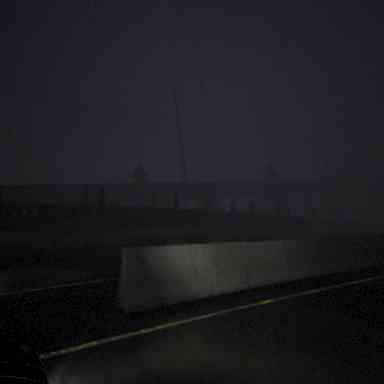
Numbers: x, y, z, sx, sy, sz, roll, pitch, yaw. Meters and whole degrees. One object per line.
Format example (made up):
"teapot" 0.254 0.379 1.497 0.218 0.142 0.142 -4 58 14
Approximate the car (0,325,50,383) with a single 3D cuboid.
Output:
"car" -3.050 1.339 1.574 4.553 1.767 2.097 0 0 -35
